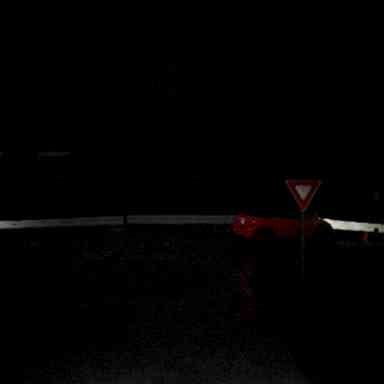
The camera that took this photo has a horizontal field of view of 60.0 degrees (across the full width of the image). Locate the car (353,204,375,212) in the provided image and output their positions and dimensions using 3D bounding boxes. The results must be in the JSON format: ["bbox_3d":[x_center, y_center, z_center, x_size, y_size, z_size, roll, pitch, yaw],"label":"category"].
[{"bbox_3d":[41.856,3.861,80.970,4.553,1.767,2.185,-1,1,-17],"label":"car"}]

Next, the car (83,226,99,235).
[{"bbox_3d":[-12.019,4.472,39.904,2.097,1.535,5.008,0,0,-18],"label":"car"}]

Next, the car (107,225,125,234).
[{"bbox_3d":[-9.132,4.470,39.984,1.946,1.575,5.366,0,0,-18],"label":"car"}]

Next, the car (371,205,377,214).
[{"bbox_3d":[41.261,3.960,71.971,4.553,1.767,2.185,-1,0,-17],"label":"car"}]

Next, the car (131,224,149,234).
[{"bbox_3d":[-6.093,4.502,39.696,2.163,1.488,4.792,0,0,-18],"label":"car"}]

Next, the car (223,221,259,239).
[{"bbox_3d":[5.728,4.475,39.350,2.231,1.521,4.892,0,0,-18],"label":"car"}]

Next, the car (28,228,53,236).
[{"bbox_3d":[-17.946,4.471,40.087,2.097,1.535,5.008,0,0,-18],"label":"car"}]

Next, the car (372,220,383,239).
[{"bbox_3d":[20.524,4.221,38.865,2.435,2.045,5.566,0,0,-18],"label":"car"}]

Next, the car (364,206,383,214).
[{"bbox_3d":[41.470,4.092,74.974,4.674,1.452,2.002,-1,0,-17],"label":"car"}]

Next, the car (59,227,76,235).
[{"bbox_3d":[-15.046,4.469,40.169,1.946,1.575,5.366,0,0,-18],"label":"car"}]

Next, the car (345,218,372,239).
[{"bbox_3d":[17.566,4.221,38.959,2.435,2.045,5.566,0,0,-18],"label":"car"}]

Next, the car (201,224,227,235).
[{"bbox_3d":[2.756,4.348,39.473,2.185,1.767,4.553,0,0,-18],"label":"car"}]

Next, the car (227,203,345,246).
[{"bbox_3d":[4.306,1.410,15.412,4.553,1.767,2.097,2,2,-18],"label":"car"}]

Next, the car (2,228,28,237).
[{"bbox_3d":[-20.910,4.500,40.207,2.163,1.488,4.792,0,0,-18],"label":"car"}]

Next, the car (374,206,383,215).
[{"bbox_3d":[41.129,4.119,68.972,5.008,1.535,2.097,-1,1,-17],"label":"car"}]

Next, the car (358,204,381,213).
[{"bbox_3d":[41.679,3.893,77.974,4.553,1.767,2.185,-1,1,-17],"label":"car"}]
